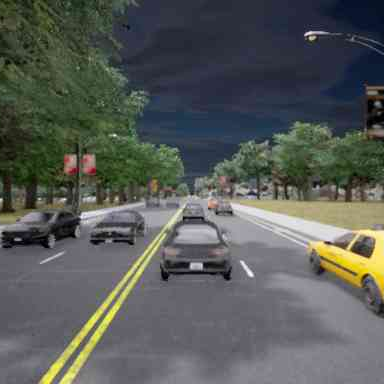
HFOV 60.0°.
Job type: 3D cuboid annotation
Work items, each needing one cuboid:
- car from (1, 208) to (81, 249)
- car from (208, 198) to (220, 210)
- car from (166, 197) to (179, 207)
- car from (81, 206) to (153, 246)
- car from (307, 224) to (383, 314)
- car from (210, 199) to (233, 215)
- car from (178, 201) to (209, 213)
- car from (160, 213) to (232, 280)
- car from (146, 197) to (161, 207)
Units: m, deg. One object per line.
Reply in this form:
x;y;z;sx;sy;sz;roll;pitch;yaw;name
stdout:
-6.592;1.540;15.084;1.882;1.535;5.008;0;0;0;car
3.288;1.608;47.024;2.097;1.767;4.553;0;0;0;car
-3.271;1.669;56.333;2.097;1.767;4.553;0;0;0;car
-3.339;1.616;16.064;2.033;1.411;5.357;0;0;0;car
4.227;1.488;7.593;1.801;1.575;5.366;0;0;0;car
3.350;1.732;35.947;2.033;1.411;5.357;0;0;0;car
0.115;1.681;27.835;2.033;1.411;5.357;0;0;0;car
0.104;1.567;10.007;1.812;1.442;4.674;0;0;0;car
-6.519;1.668;56.312;2.097;1.767;4.553;0;0;0;car
